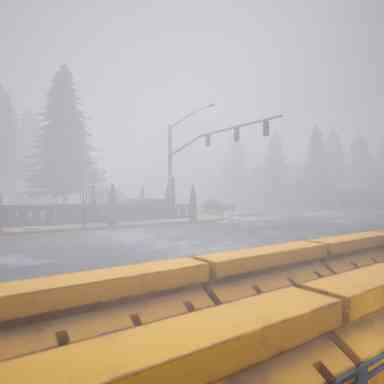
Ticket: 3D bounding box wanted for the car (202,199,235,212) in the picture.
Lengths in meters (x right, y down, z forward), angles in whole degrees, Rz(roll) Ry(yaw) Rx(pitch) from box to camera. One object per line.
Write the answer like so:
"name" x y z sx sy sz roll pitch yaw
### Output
"car" 3.097 1.526 39.436 1.812 1.442 4.674 0 0 -36
